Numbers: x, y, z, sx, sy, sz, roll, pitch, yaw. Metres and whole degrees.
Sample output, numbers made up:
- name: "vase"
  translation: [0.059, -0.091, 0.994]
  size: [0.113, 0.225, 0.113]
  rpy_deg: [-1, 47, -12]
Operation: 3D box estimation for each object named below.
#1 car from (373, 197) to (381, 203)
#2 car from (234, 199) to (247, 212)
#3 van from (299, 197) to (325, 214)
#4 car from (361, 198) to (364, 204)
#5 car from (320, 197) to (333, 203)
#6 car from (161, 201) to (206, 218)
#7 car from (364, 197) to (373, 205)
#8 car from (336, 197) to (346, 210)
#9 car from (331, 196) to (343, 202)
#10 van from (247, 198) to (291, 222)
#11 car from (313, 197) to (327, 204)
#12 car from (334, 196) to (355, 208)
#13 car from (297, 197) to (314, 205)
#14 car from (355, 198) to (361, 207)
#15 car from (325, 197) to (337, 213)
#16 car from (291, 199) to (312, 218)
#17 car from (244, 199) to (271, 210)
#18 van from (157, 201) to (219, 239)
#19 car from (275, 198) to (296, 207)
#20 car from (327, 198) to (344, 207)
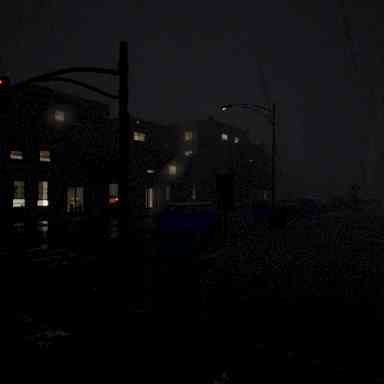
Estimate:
- name: "car"
  translation: [44.268, 1.913, 80.939]
  size: [1.947, 1.339, 4.313]
  rpy_deg: [0, 0, 35]
- name: "car"
  translation: [5.729, 1.530, 40.544]
  size: [1.967, 1.590, 4.097]
  rpy_deg: [0, 0, 35]
- name: "van"
  translation: [12.581, 1.482, 35.719]
  size: [1.690, 1.788, 3.998]
  rpy_deg: [0, 0, 35]
- name: "car"
  translation: [28.522, 1.761, 58.469]
  size: [1.752, 1.417, 4.829]
  rpy_deg: [0, 0, 35]
- name: "car"
  translation: [31.077, 1.816, 76.719]
  size: [1.947, 1.339, 4.313]
  rpy_deg: [0, 0, 35]
- name: "car"
  translation: [-0.707, 1.581, 31.359]
  size: [1.752, 1.417, 4.829]
  rpy_deg: [0, 0, 35]
- name: "car"
  translation: [34.762, 1.823, 67.373]
  size: [1.887, 1.381, 4.507]
  rpy_deg: [0, 0, 35]
- name: "car"
  translation: [18.918, 1.742, 44.763]
  size: [1.947, 1.339, 4.313]
  rpy_deg: [0, 0, 35]
- name: "car"
  translation: [37.415, 1.737, 85.762]
  size: [1.967, 1.590, 4.097]
  rpy_deg: [0, 0, 35]
- name: "van"
  translation: [6.244, 1.449, 26.675]
  size: [1.690, 1.788, 3.998]
  rpy_deg: [0, 0, 35]
- name: "car"
  translation: [27.811, 1.752, 72.057]
  size: [1.752, 1.417, 4.829]
  rpy_deg: [0, 0, 35]
- name: "car"
  translation: [22.088, 1.510, 49.286]
  size: [2.192, 1.841, 5.009]
  rpy_deg: [0, 0, 35]
- name: "car"
  translation: [21.572, 1.729, 63.152]
  size: [1.887, 1.381, 4.507]
  rpy_deg: [0, 0, 35]
- name: "car"
  translation: [25.257, 1.530, 53.808]
  size: [2.192, 1.841, 5.009]
  rpy_deg: [0, 0, 35]
- name: "car"
  translation: [15.847, 1.684, 40.380]
  size: [1.752, 1.417, 4.829]
  rpy_deg: [0, 0, 35]
- name: "car"
  translation: [9.411, 1.668, 31.196]
  size: [1.887, 1.381, 4.507]
  rpy_deg: [0, 0, 35]
- name: "car"
  translation: [8.897, 1.652, 45.066]
  size: [1.887, 1.381, 4.507]
  rpy_deg: [0, 0, 35]
- name: "van"
  translation: [-0.094, 1.419, 17.631]
  size: [1.690, 1.788, 3.998]
  rpy_deg: [0, 0, 35]
- name: "car"
  translation: [15.234, 1.689, 54.109]
  size: [1.887, 1.381, 4.507]
  rpy_deg: [0, 0, 35]
- name: "car"
  translation: [25.123, 1.813, 58.126]
  size: [1.895, 1.301, 4.718]
  rpy_deg: [0, 0, 35]
